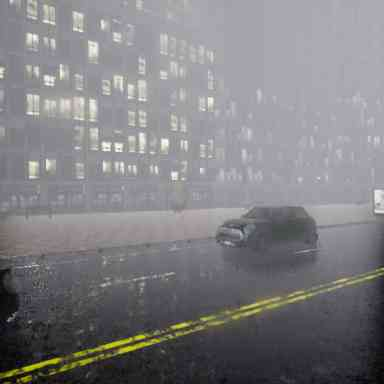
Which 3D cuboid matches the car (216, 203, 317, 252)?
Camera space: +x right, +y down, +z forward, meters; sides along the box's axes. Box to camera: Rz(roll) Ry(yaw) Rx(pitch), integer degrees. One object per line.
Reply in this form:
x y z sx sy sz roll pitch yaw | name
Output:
3.176 1.349 13.937 4.553 1.767 2.097 0 0 -36 | car

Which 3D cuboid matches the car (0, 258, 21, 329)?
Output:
-4.904 1.505 4.179 4.892 1.490 1.837 0 0 -36 | car
